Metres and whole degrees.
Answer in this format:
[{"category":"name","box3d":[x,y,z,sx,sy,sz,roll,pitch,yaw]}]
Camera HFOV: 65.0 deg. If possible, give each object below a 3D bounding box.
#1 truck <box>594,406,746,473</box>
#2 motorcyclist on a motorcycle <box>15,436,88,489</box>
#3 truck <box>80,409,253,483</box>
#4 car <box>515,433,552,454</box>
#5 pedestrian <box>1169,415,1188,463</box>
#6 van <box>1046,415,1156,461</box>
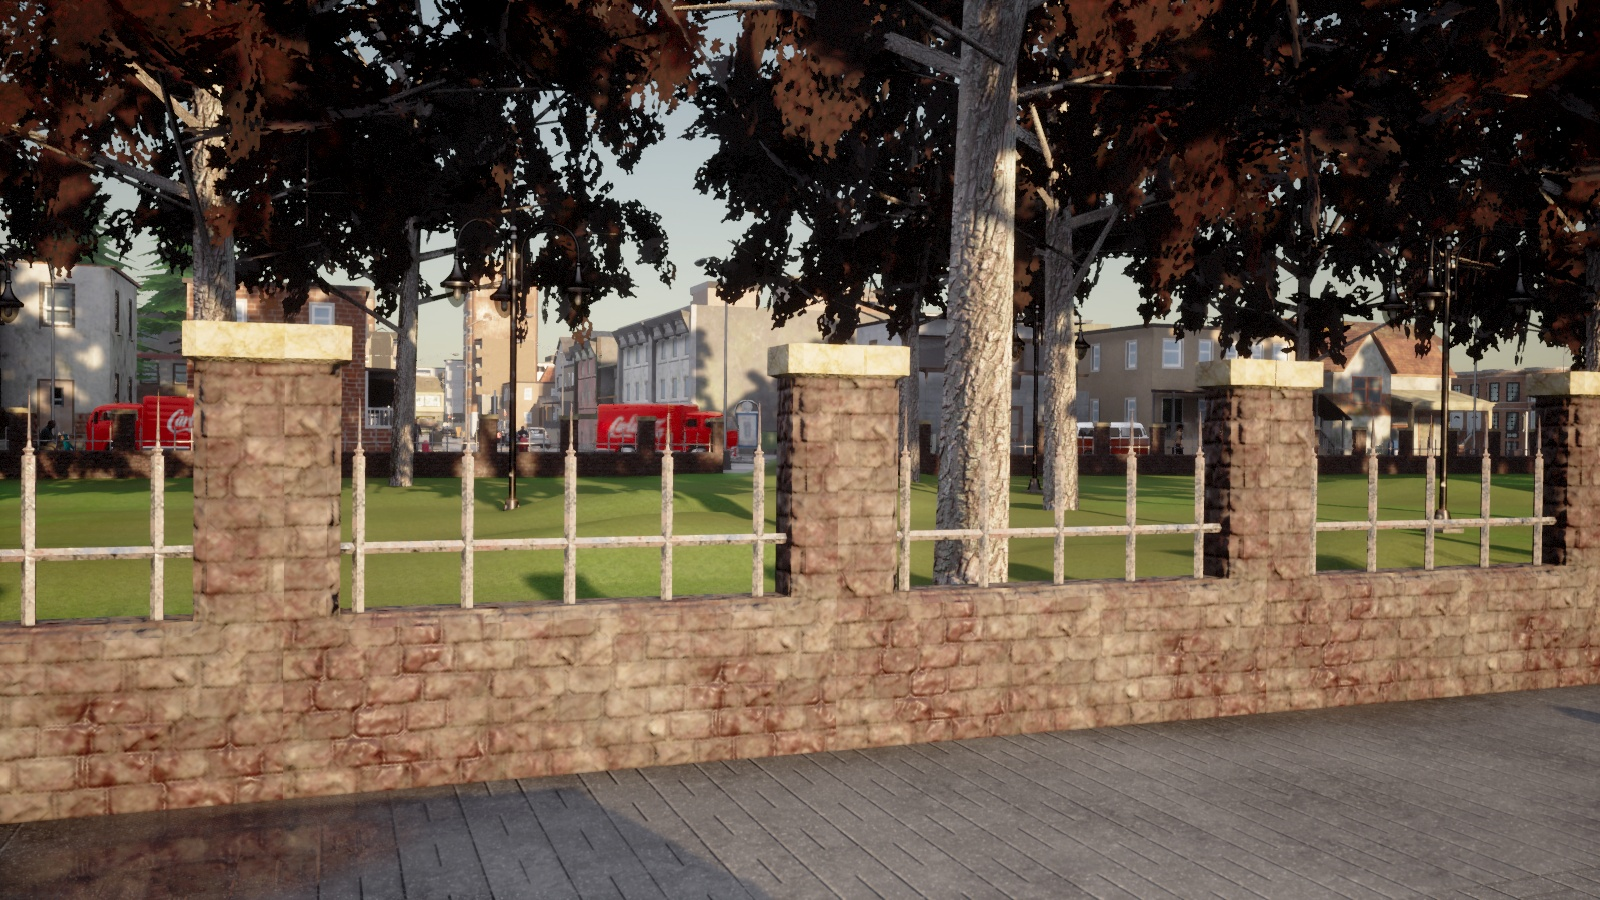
[{"category":"truck","box3d":[-4.958,-0.423,48.199,5.204,2.467,2.627,0,2,13]},{"category":"motorcyclist on a motorcycle","box3d":[-23.256,0.367,39.053,1.817,1.590,0.866,-1,1,-22]},{"category":"truck","box3d":[-21.983,-0.156,43.883,5.204,2.467,2.627,0,1,-22]},{"category":"car","box3d":[-18.827,-0.477,88.737,1.970,1.475,3.806,-1,1,-21]},{"category":"pedestrian","box3d":[14.390,-0.424,47.685,0.594,1.836,0.345,-1,1,-21]},{"category":"van","box3d":[13.751,-0.562,57.438,4.480,2.038,2.069,-1,1,-21]}]
